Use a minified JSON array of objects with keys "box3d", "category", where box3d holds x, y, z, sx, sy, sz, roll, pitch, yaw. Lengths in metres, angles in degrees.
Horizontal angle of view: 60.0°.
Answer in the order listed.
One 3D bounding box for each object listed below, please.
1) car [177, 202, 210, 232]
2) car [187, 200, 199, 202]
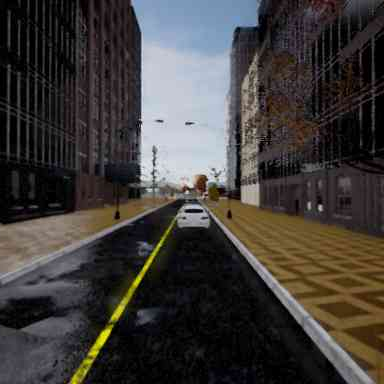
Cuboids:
[{"box3d":[0.099,1.534,19.915,1.812,1.442,4.674,0,0,0],"category":"car"},{"box3d":[0.096,1.620,38.093,1.895,1.301,4.718,0,0,0],"category":"car"}]
